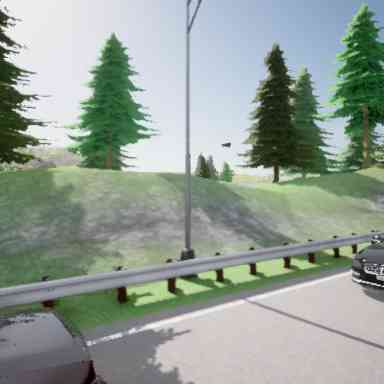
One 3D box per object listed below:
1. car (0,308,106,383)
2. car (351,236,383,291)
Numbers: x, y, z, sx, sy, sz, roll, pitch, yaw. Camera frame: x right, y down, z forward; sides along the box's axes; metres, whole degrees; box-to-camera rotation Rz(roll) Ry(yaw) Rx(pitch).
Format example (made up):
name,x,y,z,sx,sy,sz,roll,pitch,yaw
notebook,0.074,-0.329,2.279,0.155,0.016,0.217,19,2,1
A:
name,x,y,z,sx,sy,sz,roll,pitch,yaw
car,-3.182,1.554,1.735,5.357,1.411,2.033,0,0,-35
car,5.831,1.473,8.026,4.892,1.490,1.837,0,0,-33
